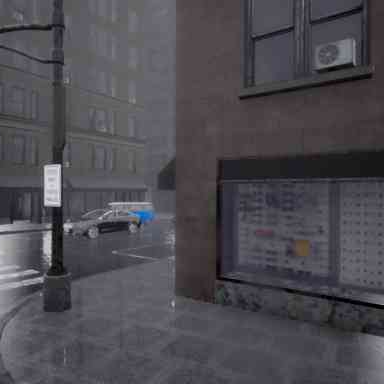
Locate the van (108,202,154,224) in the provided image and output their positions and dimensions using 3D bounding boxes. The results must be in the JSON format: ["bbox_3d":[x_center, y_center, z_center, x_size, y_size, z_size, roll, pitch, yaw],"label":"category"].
[{"bbox_3d":[-4.507,1.636,24.169,1.690,1.788,3.998,-1,-1,35],"label":"van"}]

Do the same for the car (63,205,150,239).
[{"bbox_3d":[-4.995,1.726,18.987,2.128,1.511,4.902,0,-1,35],"label":"car"}]

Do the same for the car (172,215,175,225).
[{"bbox_3d":[0.259,1.947,26.451,1.994,1.385,4.181,0,-1,35],"label":"car"}]
